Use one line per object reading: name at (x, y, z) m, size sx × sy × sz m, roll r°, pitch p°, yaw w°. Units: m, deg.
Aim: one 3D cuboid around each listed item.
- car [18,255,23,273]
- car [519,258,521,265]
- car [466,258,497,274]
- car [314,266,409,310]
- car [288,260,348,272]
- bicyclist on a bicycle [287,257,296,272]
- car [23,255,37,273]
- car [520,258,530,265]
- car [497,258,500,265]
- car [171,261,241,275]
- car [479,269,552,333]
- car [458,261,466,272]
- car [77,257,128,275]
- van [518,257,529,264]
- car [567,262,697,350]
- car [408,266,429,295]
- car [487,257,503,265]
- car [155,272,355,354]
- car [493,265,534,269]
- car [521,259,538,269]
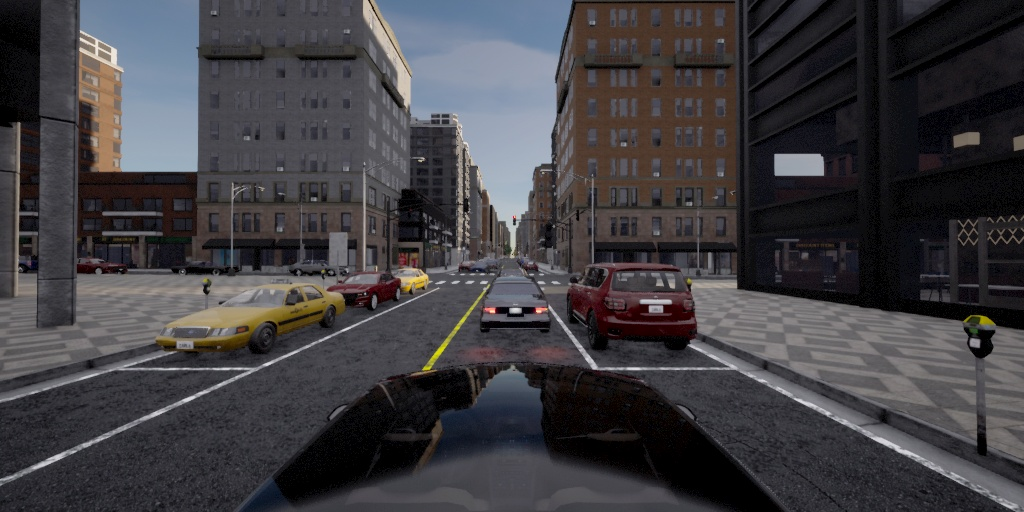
car at (-46.942, 0.832, 31.555) m, size 4.892 × 1.490 × 1.837 m, roll 1°, pitch -1°, yaw 1°
car at (2.513, 1.346, 58.640) m, size 1.802 × 1.307 × 4.207 m, roll 0°, pitch 0°, yaw 0°
car at (-3.576, 1.307, 42.556) m, size 2.033 × 1.411 × 5.357 m, roll 0°, pitch 0°, yaw 7°
car at (-5.892, 1.298, 14.635) m, size 1.888 × 1.381 × 4.507 m, roll 0°, pitch 0°, yaw 0°
car at (-16.841, 1.092, 31.411) m, size 4.902 × 1.511 × 2.128 m, roll 1°, pitch -1°, yaw 0°
bicyclist on a bicycle at (-23.111, 0.909, 37.673) m, size 0.582 × 1.620 × 1.656 m, roll 0°, pitch 0°, yaw 0°
car at (-47.615, 0.704, 34.657) m, size 4.553 × 1.767 × 2.097 m, roll 1°, pitch -1°, yaw 1°
car at (2.529, 1.344, 52.967) m, size 1.802 × 1.307 × 4.207 m, roll 0°, pitch 0°, yaw 0°
car at (-3.231, 1.327, 54.252) m, size 1.994 × 1.385 × 4.181 m, roll 0°, pitch 0°, yaw 0°
car at (-26.739, 1.112, 31.444) m, size 4.718 × 1.301 × 1.895 m, roll 1°, pitch -1°, yaw 0°
car at (0.067, 1.299, 10.757) m, size 2.033 × 1.411 × 5.357 m, roll 0°, pitch 0°, yaw 0°
car at (-5.982, 1.306, 47.279) m, size 1.888 × 1.381 × 4.507 m, roll 0°, pitch 0°, yaw 0°
car at (-36.833, 0.897, 31.487) m, size 5.008 × 1.535 × 1.882 m, roll 1°, pitch -1°, yaw 0°
van at (2.498, 1.107, 64.314) m, size 1.690 × 1.789 × 3.998 m, roll 0°, pitch 0°, yaw 0°
car at (2.650, 1.066, 9.025) m, size 2.192 × 1.841 × 5.009 m, roll 0°, pitch 0°, yaw 0°
car at (-5.907, 1.279, 20.090) m, size 1.751 × 1.417 × 4.829 m, roll 0°, pitch 0°, yaw 0°
car at (-3.231, 1.331, 65.323) m, size 1.994 × 1.385 × 4.181 m, roll 0°, pitch 0°, yaw 0°
car at (-5.876, 1.277, 8.840) m, size 1.751 × 1.417 × 4.829 m, roll 0°, pitch 0°, yaw 0°
car at (0.019, 1.355, 20.483) m, size 1.895 × 1.301 × 4.718 m, roll 0°, pitch 0°, yaw 0°
car at (2.545, 1.343, 47.293) m, size 1.802 × 1.307 × 4.207 m, roll 0°, pitch 0°, yaw 0°
